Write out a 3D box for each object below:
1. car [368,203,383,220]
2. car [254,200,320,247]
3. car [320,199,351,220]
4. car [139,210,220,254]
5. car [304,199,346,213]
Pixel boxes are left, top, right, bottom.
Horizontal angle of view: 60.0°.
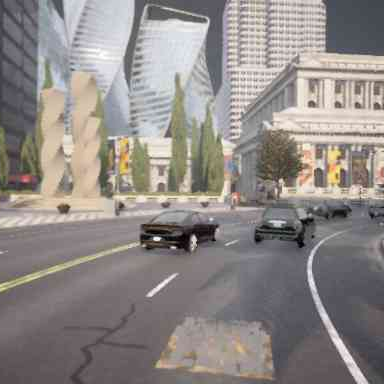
[{"bbox_3d":[17.221,1.637,28.585,4.902,1.511,2.128,0,0,-31],"label":"car"},{"bbox_3d":[4.488,1.390,15.607,2.097,1.767,4.553,1,0,27],"label":"car"},{"bbox_3d":[12.084,1.455,29.343,4.553,1.767,2.097,0,0,-38],"label":"car"},{"bbox_3d":[-0.298,1.476,13.804,1.882,1.535,5.008,0,0,22],"label":"car"},{"bbox_3d":[15.926,1.639,39.791,4.892,1.490,1.837,0,0,-23],"label":"car"}]
